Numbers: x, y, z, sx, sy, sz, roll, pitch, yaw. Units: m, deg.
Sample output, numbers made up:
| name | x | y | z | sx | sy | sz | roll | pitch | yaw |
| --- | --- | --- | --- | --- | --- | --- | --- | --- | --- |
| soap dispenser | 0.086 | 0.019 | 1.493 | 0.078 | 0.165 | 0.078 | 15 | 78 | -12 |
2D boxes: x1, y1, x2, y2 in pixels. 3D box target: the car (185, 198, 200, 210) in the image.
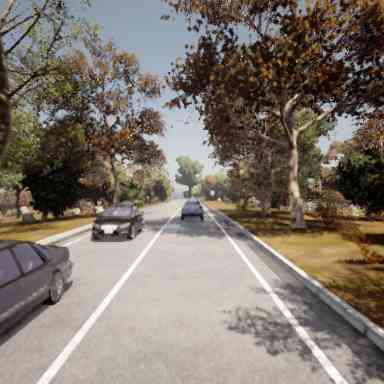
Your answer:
| name | x | y | z | sx | sy | sz | roll | pitch | yaw |
| --- | --- | --- | --- | --- | --- | --- | --- | --- | --- |
| car | 0.102 | 1.544 | 43.779 | 1.882 | 1.535 | 5.008 | 0 | -1 | 0 |

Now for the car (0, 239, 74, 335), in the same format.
| name | x | y | z | sx | sy | sz | roll | pitch | yaw |
| --- | --- | --- | --- | --- | --- | --- | --- | --- | --- |
| car | -3.597 | 1.536 | 5.351 | 2.033 | 1.411 | 5.357 | 0 | 0 | 0 |

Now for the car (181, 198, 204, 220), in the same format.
| name | x | y | z | sx | sy | sz | roll | pitch | yaw |
| --- | --- | --- | --- | --- | --- | --- | --- | --- | --- |
| car | 0.038 | 1.481 | 27.305 | 2.033 | 1.411 | 5.357 | 0 | 0 | 0 |

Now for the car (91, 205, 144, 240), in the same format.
| name | x | y | z | sx | sy | sz | roll | pitch | yaw |
| --- | --- | --- | --- | --- | --- | --- | --- | --- | --- |
| car | -3.574 | 1.429 | 16.720 | 2.128 | 1.511 | 4.902 | 0 | 0 | 0 |
